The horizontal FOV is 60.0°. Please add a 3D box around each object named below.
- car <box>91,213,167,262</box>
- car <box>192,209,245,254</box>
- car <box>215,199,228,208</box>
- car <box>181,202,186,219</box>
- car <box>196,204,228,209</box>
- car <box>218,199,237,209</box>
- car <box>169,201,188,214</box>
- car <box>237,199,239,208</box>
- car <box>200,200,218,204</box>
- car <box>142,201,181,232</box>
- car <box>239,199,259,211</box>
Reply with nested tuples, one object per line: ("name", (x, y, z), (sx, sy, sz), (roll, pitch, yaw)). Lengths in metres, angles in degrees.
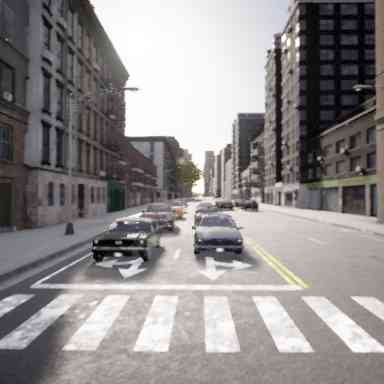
("car", (-2.259, 1.685, 12.671), (1.895, 1.301, 4.718), (0, -1, 1))
("car", (1.024, 1.647, 14.180), (2.033, 1.411, 5.357), (0, -1, 1))
("car", (5.247, 2.007, 59.947), (2.128, 1.511, 4.902), (0, 0, 1))
("car", (-1.900, 1.618, 31.740), (2.097, 1.767, 4.553), (0, -1, 1))
("car", (1.191, 1.754, 23.536), (1.994, 1.385, 4.181), (0, -1, 1))
("car", (5.100, 1.907, 49.861), (1.882, 1.535, 5.008), (0, 0, 1))
("car", (-1.673, 1.908, 42.183), (2.033, 1.411, 5.357), (0, -1, 2))
("car", (8.507, 1.990, 57.915), (2.128, 1.511, 4.902), (0, 0, 1))
("car", (1.392, 1.811, 33.753), (1.812, 1.442, 4.674), (0, -1, 1))
("car", (-2.089, 1.523, 21.560), (2.097, 1.767, 4.553), (0, -1, 1))
("car", (8.335, 1.890, 47.797), (1.882, 1.535, 5.008), (0, -1, 1))
